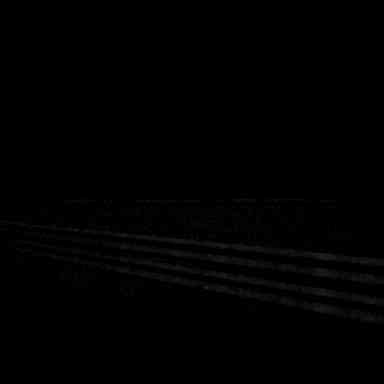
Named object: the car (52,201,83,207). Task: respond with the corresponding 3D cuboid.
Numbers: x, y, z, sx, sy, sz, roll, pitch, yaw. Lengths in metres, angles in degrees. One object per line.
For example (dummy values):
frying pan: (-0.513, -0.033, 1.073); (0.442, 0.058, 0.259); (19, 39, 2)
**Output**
car: (-22.851, 1.943, 61.402); (5.357, 1.411, 2.033); (0, 0, 1)
